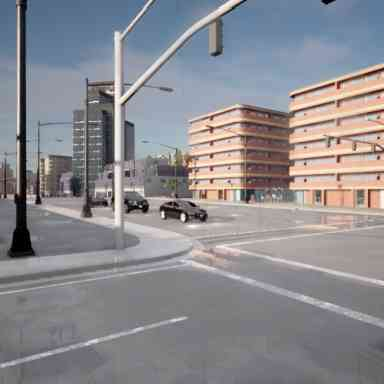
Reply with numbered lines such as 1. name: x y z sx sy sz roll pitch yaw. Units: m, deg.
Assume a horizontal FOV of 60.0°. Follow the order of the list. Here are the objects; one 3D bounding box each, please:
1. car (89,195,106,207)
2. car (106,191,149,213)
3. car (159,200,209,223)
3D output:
1. car: -11.936 1.111 41.298 1.994 1.385 4.181 0 1 -34
2. car: -6.270 0.945 32.996 2.150 2.045 5.566 0 1 -34
3. car: -0.706 1.373 24.843 1.837 1.490 4.892 0 1 -34
